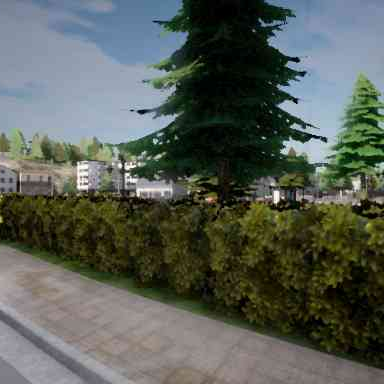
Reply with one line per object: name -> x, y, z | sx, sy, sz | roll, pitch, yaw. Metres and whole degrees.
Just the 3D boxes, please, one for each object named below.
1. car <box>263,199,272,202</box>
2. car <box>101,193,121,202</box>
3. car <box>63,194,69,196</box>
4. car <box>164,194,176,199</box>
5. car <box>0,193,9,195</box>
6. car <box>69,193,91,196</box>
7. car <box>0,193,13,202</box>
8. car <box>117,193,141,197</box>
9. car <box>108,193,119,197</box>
car -> 9.908, 1.478, 44.336 | 5.008, 1.535, 1.882 | 0, 0, -45
car -> -17.552, 1.077, 72.095 | 3.866, 1.878, 1.905 | 0, 0, -45
car -> -31.237, 1.232, 85.583 | 3.806, 1.475, 1.970 | 0, 0, -45
car -> -2.224, 1.221, 37.422 | 5.566, 2.045, 2.150 | 0, 0, -45
car -> -23.119, 1.330, 40.911 | 5.027, 1.636, 2.152 | 0, 0, -45
car -> -26.512, 1.153, 81.228 | 5.027, 1.636, 2.152 | 0, 0, -45
car -> -41.120, 1.097, 71.295 | 4.605, 1.855, 1.932 | 0, 0, -45
car -> -9.692, 1.384, 53.878 | 3.806, 1.475, 1.970 | 0, 0, -45
car -> -15.223, 1.097, 70.309 | 4.605, 1.855, 1.932 | 0, 0, -45
